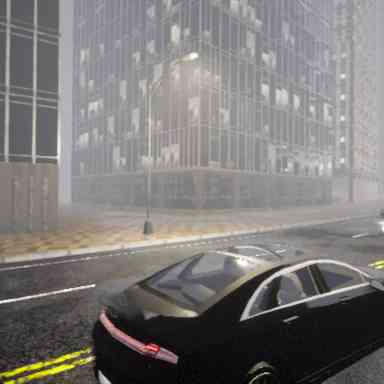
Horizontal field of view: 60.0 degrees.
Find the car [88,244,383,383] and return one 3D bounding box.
[{"bbox_3d":[1.171,1.466,4.420,4.902,1.511,2.128,-1,0,-37],"label":"car"}]

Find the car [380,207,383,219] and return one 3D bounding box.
[{"bbox_3d":[16.379,1.319,25.804,5.357,1.411,2.033,-1,0,-43],"label":"car"}]
